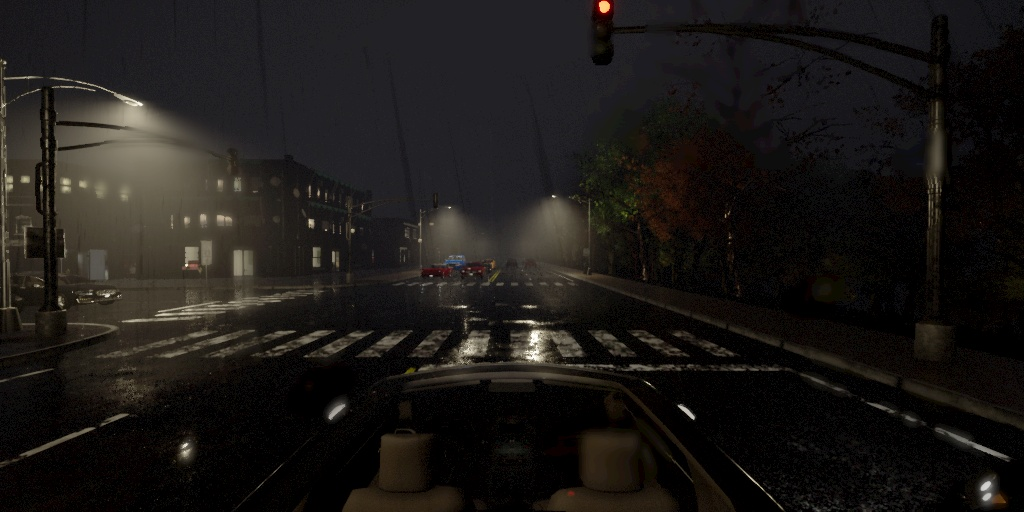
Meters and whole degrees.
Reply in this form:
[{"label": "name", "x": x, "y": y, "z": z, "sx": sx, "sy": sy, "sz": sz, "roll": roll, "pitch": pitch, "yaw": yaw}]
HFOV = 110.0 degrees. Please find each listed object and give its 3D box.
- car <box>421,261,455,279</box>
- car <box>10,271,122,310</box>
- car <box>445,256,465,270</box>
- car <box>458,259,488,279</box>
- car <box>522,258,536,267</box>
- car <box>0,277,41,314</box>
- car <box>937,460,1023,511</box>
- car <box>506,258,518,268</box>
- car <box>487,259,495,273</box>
[{"label": "car", "x": -6.666, "y": 1.341, "z": 31.993, "sx": 1.895, "sy": 1.301, "sz": 4.718, "roll": 0, "pitch": 0, "yaw": 2}, {"label": "car", "x": -19.619, "y": 1.472, "z": 15.223, "sx": 4.892, "sy": 1.490, "sz": 1.837, "roll": -1, "pitch": 1, "yaw": 0}, {"label": "car", "x": -6.672, "y": 0.957, "z": 42.768, "sx": 2.150, "sy": 2.045, "sz": 5.566, "roll": 0, "pitch": 0, "yaw": 0}, {"label": "car", "x": -3.406, "y": 1.266, "z": 32.125, "sx": 1.812, "sy": 1.442, "sz": 4.674, "roll": 0, "pitch": 0, "yaw": 0}, {"label": "car", "x": 3.220, "y": 1.204, "z": 63.208, "sx": 1.882, "sy": 1.535, "sz": 5.008, "roll": 0, "pitch": 0, "yaw": 0}, {"label": "car", "x": -19.970, "y": 1.565, "z": 12.517, "sx": 4.313, "sy": 1.339, "sz": 1.948, "roll": 0, "pitch": 0, "yaw": 0}, {"label": "car", "x": 3.355, "y": 1.314, "z": 0.201, "sx": 1.994, "sy": 1.385, "sz": 4.181, "roll": 0, "pitch": 0, "yaw": 0}, {"label": "car", "x": -0.028, "y": 1.205, "z": 61.288, "sx": 1.882, "sy": 1.535, "sz": 5.008, "roll": 0, "pitch": 0, "yaw": 0}, {"label": "car", "x": -3.419, "y": 1.241, "z": 43.117, "sx": 1.837, "sy": 1.490, "sz": 4.892, "roll": 0, "pitch": 0, "yaw": 0}]
